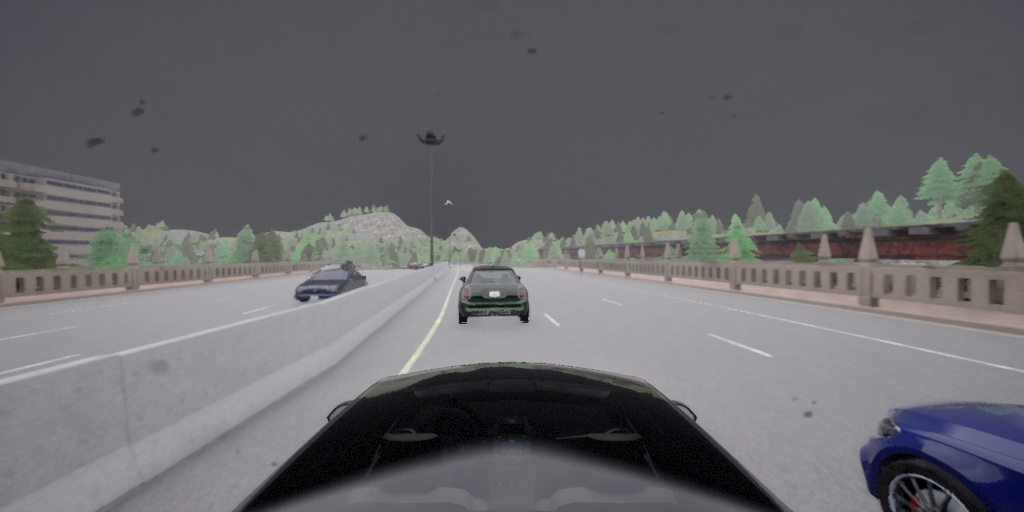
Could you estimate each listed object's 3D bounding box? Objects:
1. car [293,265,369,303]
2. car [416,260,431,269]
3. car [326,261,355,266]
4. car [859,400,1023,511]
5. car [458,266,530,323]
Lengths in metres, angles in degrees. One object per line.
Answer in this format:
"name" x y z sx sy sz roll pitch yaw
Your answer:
"car" -8.480 1.341 17.412 2.033 1.411 5.357 0 0 -7
"car" -13.924 1.406 58.604 2.128 1.511 4.902 0 -1 -7
"car" -13.267 1.345 26.858 1.812 1.442 4.674 0 0 -8
"car" 3.463 1.261 0.649 1.812 1.442 4.674 0 0 1
"car" -0.705 1.103 12.299 2.097 1.767 4.553 0 0 -6
